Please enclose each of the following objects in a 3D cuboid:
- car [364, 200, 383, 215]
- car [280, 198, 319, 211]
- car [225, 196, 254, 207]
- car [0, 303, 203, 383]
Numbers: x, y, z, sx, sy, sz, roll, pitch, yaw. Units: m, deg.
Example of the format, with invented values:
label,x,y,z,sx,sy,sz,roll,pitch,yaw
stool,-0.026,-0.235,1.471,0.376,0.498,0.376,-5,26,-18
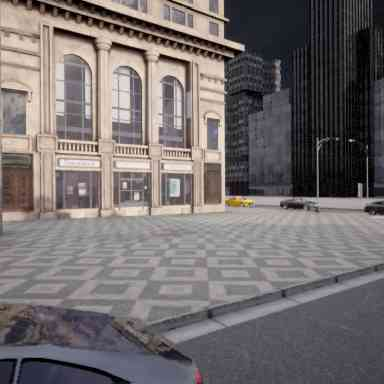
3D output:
label,x,y,z,sx,sy,sz,roll,pitch,yaw
car,18.091,1.477,30.159,1.812,1.442,4.674,-1,0,-34
car,12.414,1.414,38.500,2.128,1.511,4.902,-1,0,-34
car,6.629,1.371,47.046,1.882,1.535,5.008,-1,1,-34
car,-1.891,1.564,2.027,4.181,1.385,1.994,0,0,-36
